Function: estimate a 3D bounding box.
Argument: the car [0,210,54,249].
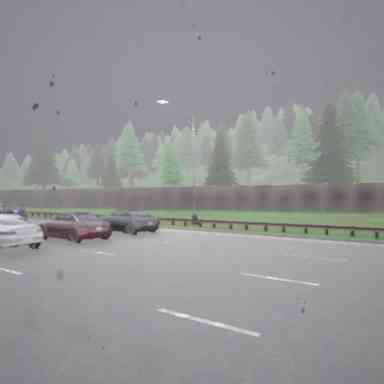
[{"bbox_3d":[-8.066,1.665,13.927,4.674,1.442,1.812,0,0,36],"label":"car"}]

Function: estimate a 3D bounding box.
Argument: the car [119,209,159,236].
[{"bbox_3d":[-3.934,1.703,19.576,4.181,1.385,1.994,-1,0,36],"label":"car"}]

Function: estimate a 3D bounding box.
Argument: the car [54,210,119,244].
[{"bbox_3d":[-5.973,1.703,16.733,4.181,1.385,1.994,-1,0,36],"label":"car"}]

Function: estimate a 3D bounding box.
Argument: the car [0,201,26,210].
[{"bbox_3d":[-15.982,1.631,28.167,4.553,1.767,2.097,-1,-1,36],"label":"car"}]
